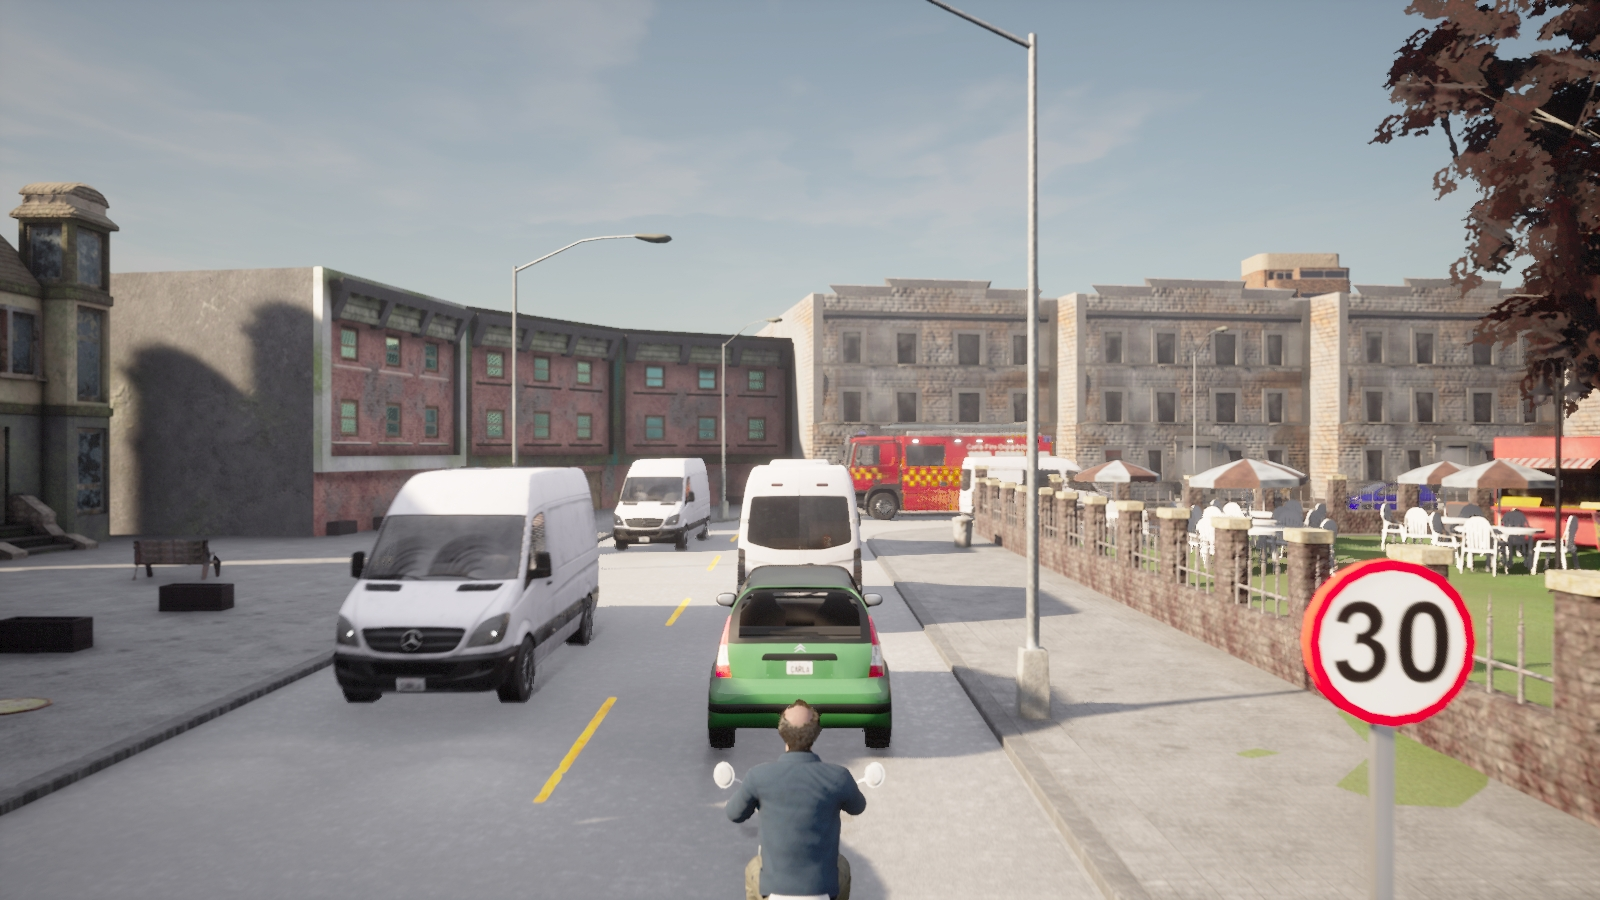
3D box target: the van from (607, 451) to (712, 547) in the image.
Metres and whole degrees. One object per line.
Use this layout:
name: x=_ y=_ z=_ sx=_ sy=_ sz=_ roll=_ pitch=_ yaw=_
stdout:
van: x=-4.012 y=1.315 z=33.707 sx=1.988 sy=2.561 sz=5.915 roll=0 pitch=0 yaw=4

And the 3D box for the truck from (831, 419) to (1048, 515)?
truck: x=5.571 y=0.672 z=46.686 sx=8.468 sy=3.827 sz=2.891 roll=0 pitch=0 yaw=-2

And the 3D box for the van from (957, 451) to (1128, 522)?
van: x=9.009 y=1.315 z=42.678 sx=5.915 sy=2.561 sz=1.988 roll=0 pitch=0 yaw=-6

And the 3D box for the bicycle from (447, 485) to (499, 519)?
bicycle: x=-12.183 y=1.941 z=42.589 sx=1.835 sy=1.271 sz=0.329 roll=0 pitch=0 yaw=0

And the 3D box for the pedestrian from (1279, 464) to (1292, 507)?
pedestrian: x=20.934 y=1.524 z=49.245 sx=0.375 sy=1.860 sz=0.375 roll=0 pitch=0 yaw=-1

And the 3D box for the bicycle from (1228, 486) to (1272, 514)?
bicycle: x=18.331 y=2.037 z=46.565 sx=1.487 sy=1.080 sz=0.859 roll=0 pitch=0 yaw=0

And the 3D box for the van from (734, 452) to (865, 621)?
van: x=-0.010 y=1.315 z=20.259 sx=1.988 sy=2.561 sz=5.915 roll=0 pitch=0 yaw=0

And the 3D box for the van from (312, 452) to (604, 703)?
van: x=-4.017 y=1.314 z=14.677 sx=1.988 sy=2.561 sz=5.915 roll=0 pitch=0 yaw=0

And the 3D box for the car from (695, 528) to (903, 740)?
car: x=-0.006 y=1.780 z=12.173 sx=1.851 sy=1.617 sz=3.988 roll=0 pitch=0 yaw=0
